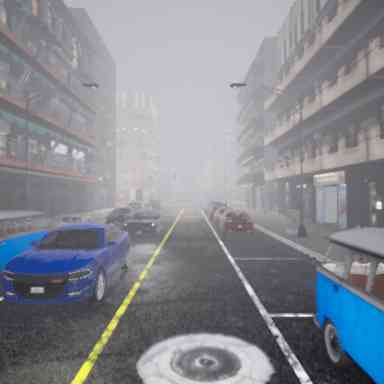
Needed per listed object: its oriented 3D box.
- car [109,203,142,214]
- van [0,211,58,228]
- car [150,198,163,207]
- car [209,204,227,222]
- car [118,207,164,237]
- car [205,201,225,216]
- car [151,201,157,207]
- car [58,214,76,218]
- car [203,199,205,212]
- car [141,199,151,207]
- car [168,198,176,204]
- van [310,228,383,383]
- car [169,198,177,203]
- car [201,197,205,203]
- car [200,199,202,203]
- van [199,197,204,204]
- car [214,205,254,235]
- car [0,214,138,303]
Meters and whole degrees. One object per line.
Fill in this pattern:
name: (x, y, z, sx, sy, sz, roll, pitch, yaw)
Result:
car: (-5.319, 1.811, 25.635, 1.947, 1.339, 4.313, 0, -1, 0)
van: (-5.317, 1.428, 8.855, 1.690, 1.788, 3.998, 0, -1, 0)
car: (-5.323, 1.768, 48.013, 2.192, 1.841, 5.009, 0, -1, 0)
car: (2.562, 1.826, 25.636, 1.802, 1.307, 4.206, 0, -1, 0)
car: (-2.752, 1.809, 19.547, 1.895, 1.301, 4.718, 0, -1, 0)
car: (2.561, 1.737, 31.231, 1.967, 1.590, 4.097, 0, -1, 0)
car: (-5.320, 1.931, 36.822, 1.802, 1.307, 4.206, 0, -1, 0)
car: (-5.317, 1.691, 14.447, 2.008, 1.369, 4.403, 0, -1, 0)
car: (2.560, 1.789, 36.825, 1.967, 1.590, 4.097, 0, -1, 0)
car: (-5.320, 1.738, 31.230, 1.967, 1.590, 4.097, 0, -1, 0)
car: (-5.294, 2.379, 86.214, 1.802, 1.307, 4.206, 0, -1, 0)
van: (2.564, 1.373, 3.262, 1.690, 1.788, 3.998, 0, -1, 0)
car: (-5.296, 2.391, 91.802, 1.887, 1.381, 4.507, 0, -1, 0)
car: (2.559, 1.840, 42.419, 1.967, 1.590, 4.097, 0, -1, 0)
car: (2.558, 1.997, 48.013, 1.887, 1.381, 4.507, 0, -1, 0)
van: (2.553, 2.136, 86.055, 1.690, 1.788, 3.998, 0, -1, 0)
car: (2.562, 1.737, 20.042, 1.887, 1.381, 4.507, 0, -1, 0)
car: (-2.844, 1.562, 8.623, 1.882, 1.535, 5.008, 0, -1, 0)
